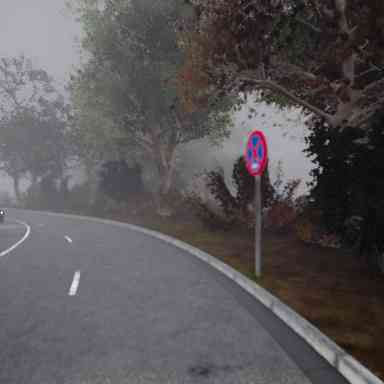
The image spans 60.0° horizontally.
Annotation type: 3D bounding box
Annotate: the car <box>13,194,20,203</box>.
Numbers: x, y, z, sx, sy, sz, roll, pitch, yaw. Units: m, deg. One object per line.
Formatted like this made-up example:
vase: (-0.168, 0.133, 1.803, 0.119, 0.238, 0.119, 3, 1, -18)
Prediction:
car: (-31.512, 1.236, 63.308, 1.882, 1.535, 5.008, 0, 0, -6)

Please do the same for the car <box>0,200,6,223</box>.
car: (-14.113, 1.422, 22.632, 1.895, 1.301, 4.718, -1, 1, -39)

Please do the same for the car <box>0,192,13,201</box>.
car: (-39.709, 1.011, 67.348, 5.566, 2.045, 2.435, 0, 0, -6)

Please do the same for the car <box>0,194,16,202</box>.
car: (-39.997, 1.283, 70.160, 4.674, 1.452, 2.002, 0, 0, -6)

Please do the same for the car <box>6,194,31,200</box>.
car: (-40.945, 1.222, 78.585, 4.674, 1.452, 2.002, 0, 0, -6)

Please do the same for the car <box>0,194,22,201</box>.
car: (-40.316, 1.224, 72.969, 5.008, 1.535, 2.097, 0, 0, -6)
